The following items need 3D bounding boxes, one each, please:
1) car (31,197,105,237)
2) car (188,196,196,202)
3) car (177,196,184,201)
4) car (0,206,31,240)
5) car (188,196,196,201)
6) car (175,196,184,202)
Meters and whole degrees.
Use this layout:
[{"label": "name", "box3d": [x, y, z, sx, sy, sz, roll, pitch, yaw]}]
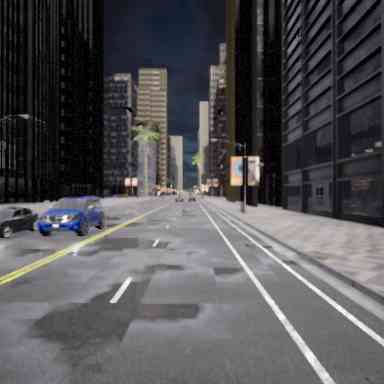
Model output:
[{"label": "car", "box3d": [-6.528, 1.283, 18.754, 2.150, 2.045, 5.566, 0, 0, 1]}, {"label": "car", "box3d": [0.024, 1.812, 82.781, 1.837, 1.490, 4.892, 0, 0, 0]}, {"label": "car", "box3d": [-3.223, 1.815, 93.210, 1.837, 1.490, 4.892, 0, 0, 0]}, {"label": "car", "box3d": [-9.792, 1.561, 17.594, 1.837, 1.490, 4.892, 0, 0, 1]}, {"label": "car", "box3d": [0.027, 1.868, 93.209, 1.994, 1.385, 4.181, 0, 0, 0]}, {"label": "car", "box3d": [-3.226, 1.870, 83.199, 1.994, 1.385, 4.181, 0, 0, 0]}]
